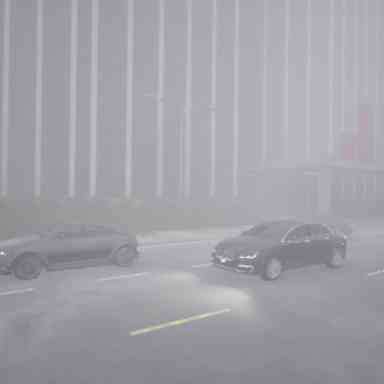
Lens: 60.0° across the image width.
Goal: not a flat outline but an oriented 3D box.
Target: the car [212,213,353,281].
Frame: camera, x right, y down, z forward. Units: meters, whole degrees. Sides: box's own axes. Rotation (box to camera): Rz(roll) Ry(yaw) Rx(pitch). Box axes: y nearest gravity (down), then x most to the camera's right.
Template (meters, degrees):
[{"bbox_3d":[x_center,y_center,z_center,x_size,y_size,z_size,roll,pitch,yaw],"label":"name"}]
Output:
[{"bbox_3d":[2.819,1.600,10.208,4.892,1.490,1.837,1,-1,-35],"label":"car"}]

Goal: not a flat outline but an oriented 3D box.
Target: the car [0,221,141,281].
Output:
[{"bbox_3d":[-3.669,1.585,9.951,4.181,1.385,1.994,1,0,-35],"label":"car"}]

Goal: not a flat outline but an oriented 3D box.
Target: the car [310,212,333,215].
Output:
[{"bbox_3d":[6.246,1.740,16.820,4.181,1.385,1.994,1,0,-34],"label":"car"}]
